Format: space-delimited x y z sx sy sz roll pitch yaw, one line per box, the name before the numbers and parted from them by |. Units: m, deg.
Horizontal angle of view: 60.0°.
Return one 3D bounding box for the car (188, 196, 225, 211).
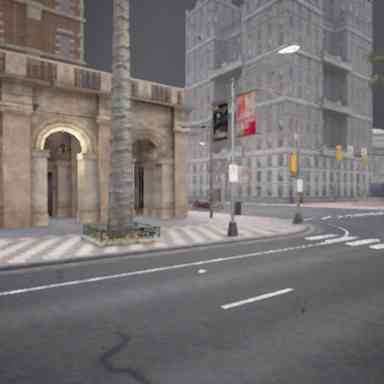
car | 1.956 1.488 40.394 1.812 1.442 4.674 0 0 -36
